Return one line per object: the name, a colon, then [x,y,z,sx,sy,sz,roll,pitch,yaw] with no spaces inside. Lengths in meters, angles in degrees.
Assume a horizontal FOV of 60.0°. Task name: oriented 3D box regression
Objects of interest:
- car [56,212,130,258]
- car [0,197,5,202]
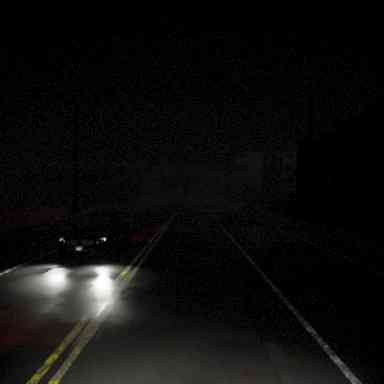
car: [-3.583,1.533,12.880,1.812,1.442,4.674,0,0,0]
car: [-45.980,1.844,76.444,3.806,1.475,1.970,-1,0,-1]
